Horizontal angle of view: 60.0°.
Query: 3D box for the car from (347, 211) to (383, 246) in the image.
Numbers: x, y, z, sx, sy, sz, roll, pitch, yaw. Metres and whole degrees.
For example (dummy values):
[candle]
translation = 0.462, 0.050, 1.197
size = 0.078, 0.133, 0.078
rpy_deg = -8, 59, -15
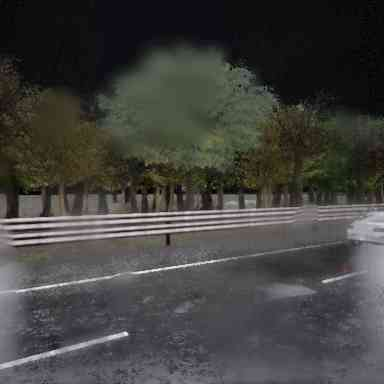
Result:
[car]
translation = 8.313, 1.526, 13.812
size = 4.674, 1.442, 1.812
rpy_deg = 0, 0, -34
